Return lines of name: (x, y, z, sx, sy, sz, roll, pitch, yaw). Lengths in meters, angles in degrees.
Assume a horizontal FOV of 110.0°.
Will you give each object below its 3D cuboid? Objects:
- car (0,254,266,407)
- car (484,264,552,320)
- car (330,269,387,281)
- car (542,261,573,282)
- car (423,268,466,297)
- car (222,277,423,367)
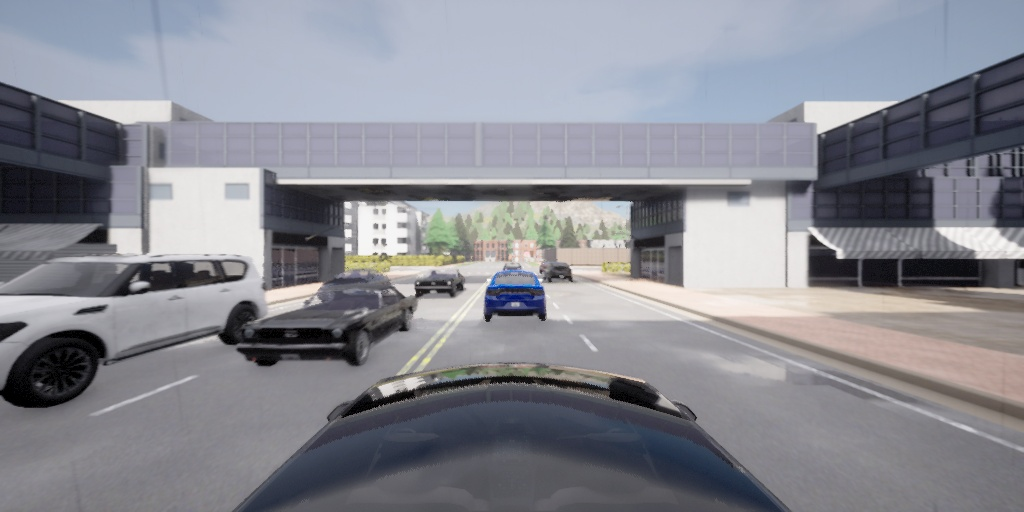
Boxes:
car: (-7.102, 0.969, 6.581, 2.150, 2.045, 5.566, 0, 0, 0)
car: (0.094, 1.211, 12.536, 1.882, 1.535, 5.008, 0, 0, 0)
car: (-7.100, 1.295, 16.650, 1.994, 1.385, 4.181, 0, 0, 0)
car: (3.576, 1.215, 28.271, 1.837, 1.490, 4.892, 0, 1, 0)
car: (-3.602, 1.327, 18.647, 1.895, 1.301, 4.718, 0, 0, 0)
car: (-3.604, 1.343, 8.039, 1.895, 1.301, 4.718, 0, 0, 0)
